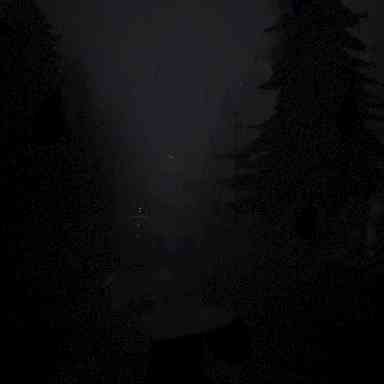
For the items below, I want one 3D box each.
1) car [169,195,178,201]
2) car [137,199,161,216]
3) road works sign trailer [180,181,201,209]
[{"bbox_3d":[-4.132,1.455,74.747,2.128,1.511,4.902,0,0,0],"label":"car"},{"bbox_3d":[-4.094,1.425,32.161,1.837,1.490,4.892,0,0,0],"label":"car"},{"bbox_3d":[0.008,0.357,42.662,2.380,3.560,2.880,0,0,0],"label":"road works sign trailer"}]
